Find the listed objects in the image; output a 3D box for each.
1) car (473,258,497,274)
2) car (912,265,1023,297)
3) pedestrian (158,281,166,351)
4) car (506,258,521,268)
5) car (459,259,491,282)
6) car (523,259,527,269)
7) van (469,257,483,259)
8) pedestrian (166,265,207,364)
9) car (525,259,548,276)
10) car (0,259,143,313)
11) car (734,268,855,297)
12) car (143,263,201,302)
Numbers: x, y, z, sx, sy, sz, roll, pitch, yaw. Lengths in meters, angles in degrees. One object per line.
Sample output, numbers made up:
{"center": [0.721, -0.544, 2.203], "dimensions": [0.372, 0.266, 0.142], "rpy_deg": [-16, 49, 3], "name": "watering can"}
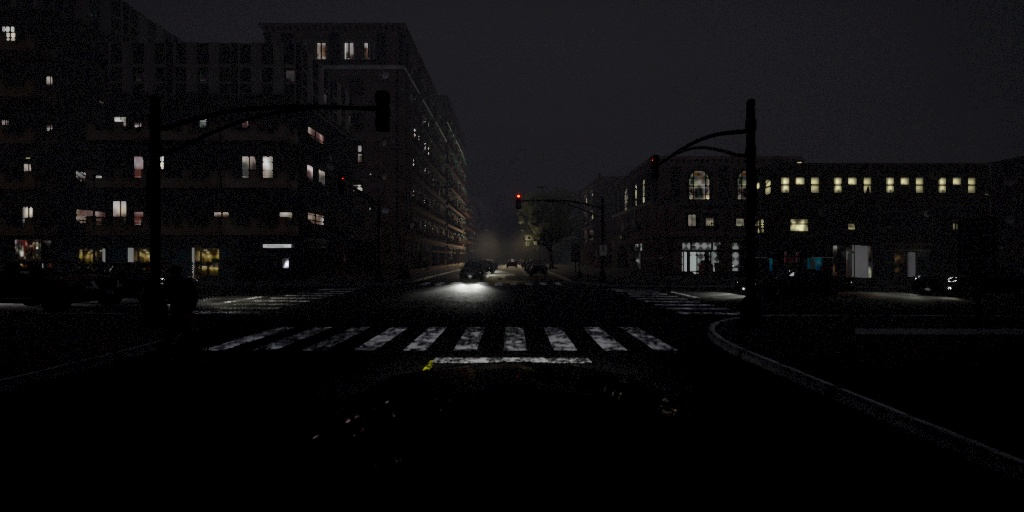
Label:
{"center": [-3.104, 1.265, 42.008], "dimensions": [1.882, 1.535, 5.008], "rpy_deg": [0, 0, 0], "name": "car"}
{"center": [24.521, 1.220, 19.231], "dimensions": [4.553, 1.767, 2.097], "rpy_deg": [0, 0, 0], "name": "car"}
{"center": [-6.817, 1.044, 7.326], "dimensions": [0.375, 1.860, 0.375], "rpy_deg": [0, 0, 0], "name": "pedestrian"}
{"center": [-0.013, 1.319, 63.216], "dimensions": [2.128, 1.511, 4.902], "rpy_deg": [0, 0, 0], "name": "car"}
{"center": [-3.103, 1.259, 28.957], "dimensions": [2.128, 1.511, 4.902], "rpy_deg": [0, 0, 0], "name": "car"}
{"center": [2.682, 1.228, 42.557], "dimensions": [1.967, 1.591, 4.097], "rpy_deg": [0, 0, 0], "name": "car"}
{"center": [-5.702, 1.148, 53.950], "dimensions": [1.690, 1.789, 3.998], "rpy_deg": [0, 0, 0], "name": "van"}
{"center": [-6.027, 1.044, 6.681], "dimensions": [0.375, 1.860, 0.375], "rpy_deg": [0, 0, 0], "name": "pedestrian"}
{"center": [2.683, 1.330, 36.860], "dimensions": [2.007, 1.370, 4.403], "rpy_deg": [0, 0, 0], "name": "car"}
{"center": [-17.279, 1.013, 13.137], "dimensions": [5.009, 1.841, 2.192], "rpy_deg": [0, 0, 0], "name": "car"}
{"center": [15.020, 1.372, 19.163], "dimensions": [5.357, 1.411, 2.033], "rpy_deg": [0, 0, 0], "name": "car"}
{"center": [-16.530, 1.053, 15.753], "dimensions": [4.553, 1.767, 2.097], "rpy_deg": [0, 0, -1], "name": "car"}
